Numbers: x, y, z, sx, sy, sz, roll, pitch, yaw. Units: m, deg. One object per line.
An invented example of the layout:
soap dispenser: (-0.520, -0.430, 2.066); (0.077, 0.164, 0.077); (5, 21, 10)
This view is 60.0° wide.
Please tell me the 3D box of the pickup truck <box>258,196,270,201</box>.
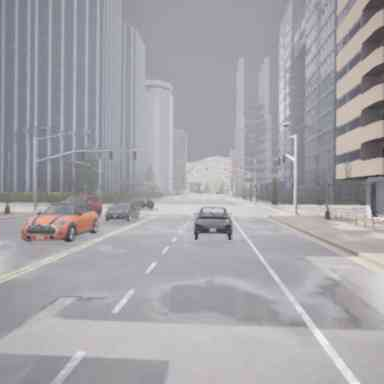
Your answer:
pickup truck: (18.528, 1.261, 88.130); (2.390, 2.098, 6.274); (0, 0, 34)

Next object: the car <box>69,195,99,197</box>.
car: (-8.937, 1.268, 26.652); (2.150, 2.045, 5.566); (0, 0, 4)

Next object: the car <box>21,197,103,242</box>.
car: (-6.168, 1.310, 16.050); (2.097, 1.767, 4.553); (0, 0, 4)

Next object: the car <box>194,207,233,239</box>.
car: (1.108, 1.510, 17.462); (2.128, 1.511, 4.902); (0, 0, 4)

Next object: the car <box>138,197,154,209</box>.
car: (-6.895, 1.467, 42.599); (4.892, 1.490, 1.837); (-1, -2, 42)

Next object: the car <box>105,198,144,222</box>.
car: (-5.444, 1.531, 26.466); (1.837, 1.490, 4.892); (0, 0, 4)
